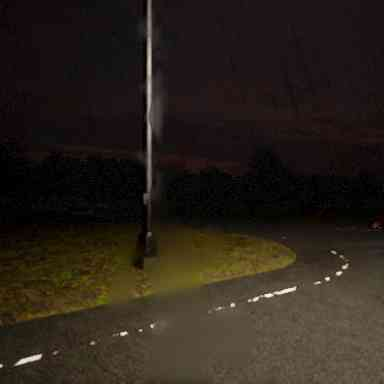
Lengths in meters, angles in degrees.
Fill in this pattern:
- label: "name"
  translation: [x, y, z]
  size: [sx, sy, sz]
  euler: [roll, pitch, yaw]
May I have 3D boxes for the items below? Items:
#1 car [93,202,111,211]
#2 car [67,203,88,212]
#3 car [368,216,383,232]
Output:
- label: "car"
  translation: [-16.460, 2.670, 60.557]
  size: [1.882, 1.535, 5.008]
  euler: [3, -3, -36]
- label: "car"
  translation: [-17.014, 2.362, 49.335]
  size: [1.895, 1.301, 4.718]
  euler: [3, -3, -36]
- label: "car"
  translation: [12.980, 1.726, 19.716]
  size: [1.812, 1.442, 4.674]
  euler: [2, -2, -36]
